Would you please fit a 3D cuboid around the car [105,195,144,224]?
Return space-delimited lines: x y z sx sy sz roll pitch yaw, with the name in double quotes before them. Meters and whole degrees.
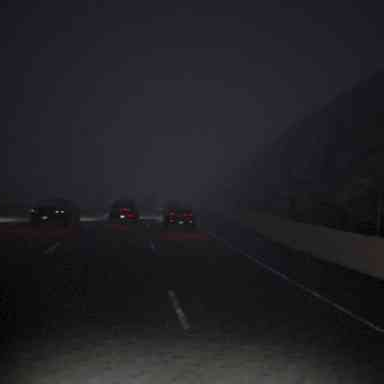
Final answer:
"car" -4.516 1.238 22.715 1.837 1.490 4.892 3 0 -7

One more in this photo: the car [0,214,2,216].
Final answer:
"car" -10.604 0.866 14.995 2.033 1.411 5.357 4 0 -8

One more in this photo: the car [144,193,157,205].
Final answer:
"car" -6.564 0.993 52.234 2.097 1.767 4.553 4 0 -3

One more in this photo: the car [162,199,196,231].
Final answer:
"car" -0.847 1.465 20.777 2.128 1.511 4.902 4 0 -6

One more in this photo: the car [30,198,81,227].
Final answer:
"car" -7.512 1.054 18.604 1.812 1.442 4.674 4 0 -8

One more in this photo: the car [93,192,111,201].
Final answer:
"car" -13.448 0.729 50.148 2.033 1.411 5.357 4 0 -3

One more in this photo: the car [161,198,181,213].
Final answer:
"car" -2.240 1.469 36.608 1.994 1.385 4.181 4 0 -3

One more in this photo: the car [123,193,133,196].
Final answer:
"car" -10.049 0.935 51.794 1.812 1.442 4.674 4 0 -3
